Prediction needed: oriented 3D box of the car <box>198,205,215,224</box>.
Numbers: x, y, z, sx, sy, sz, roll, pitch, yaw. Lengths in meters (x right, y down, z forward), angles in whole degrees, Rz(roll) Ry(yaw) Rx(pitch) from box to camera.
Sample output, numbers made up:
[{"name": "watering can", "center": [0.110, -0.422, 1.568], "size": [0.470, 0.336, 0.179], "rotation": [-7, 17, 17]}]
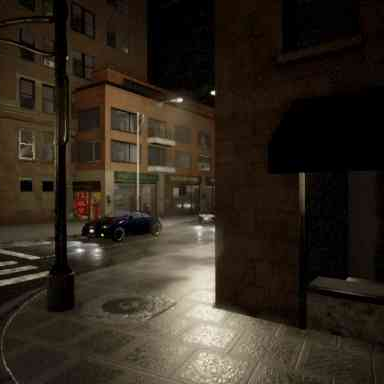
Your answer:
[{"name": "car", "center": [2.308, 1.580, 24.736], "size": [1.812, 1.442, 4.674], "rotation": [0, 0, 35]}]

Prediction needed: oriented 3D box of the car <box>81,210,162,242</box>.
[{"name": "car", "center": [-3.400, 1.594, 16.726], "size": [1.994, 1.385, 4.181], "rotation": [0, 0, 35]}]
